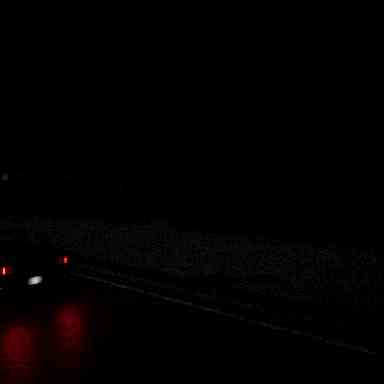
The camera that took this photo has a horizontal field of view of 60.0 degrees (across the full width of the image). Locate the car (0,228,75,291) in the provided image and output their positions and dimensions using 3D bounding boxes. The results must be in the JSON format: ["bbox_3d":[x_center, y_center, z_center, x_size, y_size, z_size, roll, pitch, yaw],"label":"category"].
[{"bbox_3d":[-5.091,1.593,8.464,4.718,1.301,1.895,0,0,38],"label":"car"}]
